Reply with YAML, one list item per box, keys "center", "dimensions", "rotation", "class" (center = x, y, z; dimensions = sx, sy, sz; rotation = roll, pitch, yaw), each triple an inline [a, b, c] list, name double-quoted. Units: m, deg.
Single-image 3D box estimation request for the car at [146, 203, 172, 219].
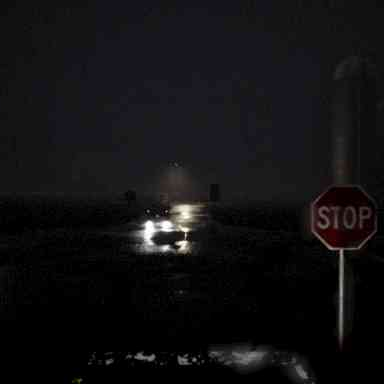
- center: [-2.735, 1.586, 28.515]
  dimensions: [1.895, 1.301, 4.718]
  rotation: [0, 0, 0]
  class: "car"
